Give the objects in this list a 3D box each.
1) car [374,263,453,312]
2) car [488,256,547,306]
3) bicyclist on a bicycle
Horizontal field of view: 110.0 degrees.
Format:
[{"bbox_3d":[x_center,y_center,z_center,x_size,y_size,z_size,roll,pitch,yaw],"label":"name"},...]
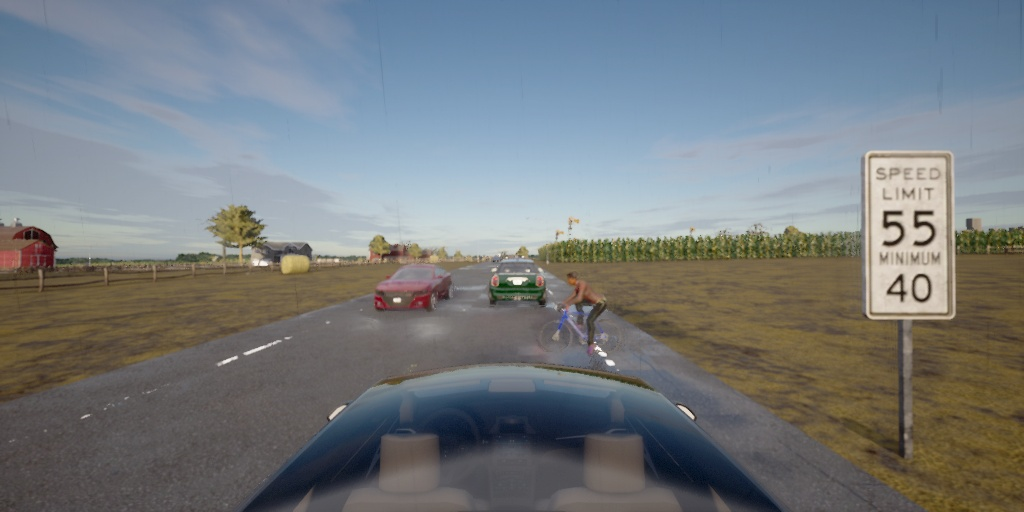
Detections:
[{"bbox_3d":[-3.496,1.063,13.498,1.882,1.535,5.008,0,1,1],"label":"car"},{"bbox_3d":[0.215,0.923,14.719,2.097,1.767,4.553,0,1,1],"label":"car"},{"bbox_3d":[1.347,1.132,7.038,1.656,1.620,0.582,0,1,1],"label":"bicyclist on a bicycle"}]
